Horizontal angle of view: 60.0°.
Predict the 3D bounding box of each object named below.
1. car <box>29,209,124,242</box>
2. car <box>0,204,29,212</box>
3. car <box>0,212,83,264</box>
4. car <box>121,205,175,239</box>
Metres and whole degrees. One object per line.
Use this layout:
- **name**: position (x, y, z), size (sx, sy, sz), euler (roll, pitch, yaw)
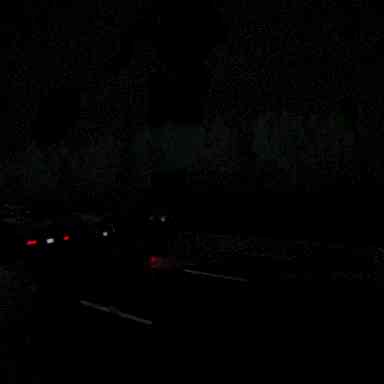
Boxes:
- **car**: position (-5.663, 1.669, 16.067), size (4.674, 1.442, 1.812), euler (0, 0, 37)
- **car**: position (-15.267, 1.801, 27.611), size (4.892, 1.490, 1.837), euler (0, 0, 37)
- **car**: position (-6.656, 1.678, 12.424), size (5.357, 1.411, 2.033), euler (-1, 0, 37)
- **car**: position (-3.195, 1.489, 18.588), size (4.553, 1.767, 2.097), euler (-1, -1, 37)
